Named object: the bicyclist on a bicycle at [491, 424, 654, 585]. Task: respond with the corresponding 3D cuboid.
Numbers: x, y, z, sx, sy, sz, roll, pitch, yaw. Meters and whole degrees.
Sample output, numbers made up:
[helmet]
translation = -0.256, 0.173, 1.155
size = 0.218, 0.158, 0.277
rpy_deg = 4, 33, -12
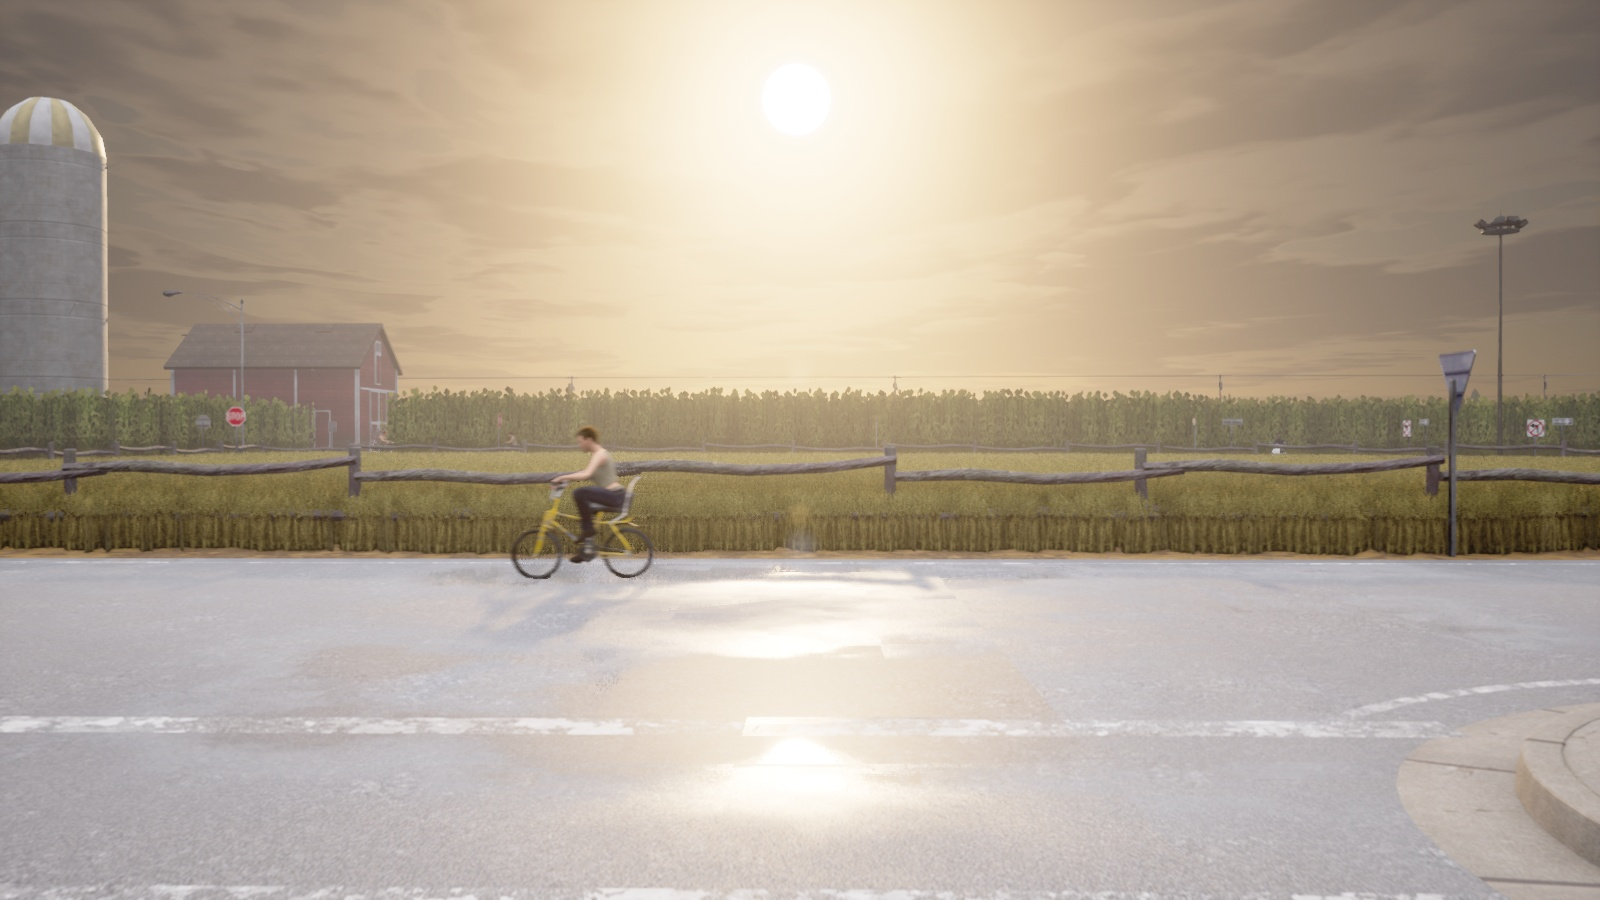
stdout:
[bicyclist on a bicycle]
translation = -2.347, 0.546, 13.110
size = 1.509, 1.612, 0.866
rpy_deg = -1, 1, 1
